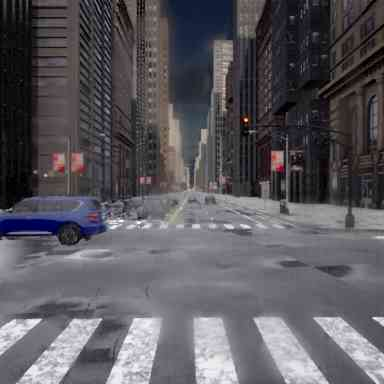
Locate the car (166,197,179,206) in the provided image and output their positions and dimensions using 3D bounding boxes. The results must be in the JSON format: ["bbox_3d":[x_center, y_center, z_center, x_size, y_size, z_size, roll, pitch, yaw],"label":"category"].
[{"bbox_3d":[-3.305,1.552,56.562,1.895,1.301,4.718,0,0,0],"label":"car"}]

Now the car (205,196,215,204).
[{"bbox_3d":[3.359,1.444,62.606,1.837,1.490,4.892,0,0,0],"label":"car"}]

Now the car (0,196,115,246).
[{"bbox_3d":[-6.573,1.219,14.694,5.566,2.045,2.150,0,0,0],"label":"car"}]

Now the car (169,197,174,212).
[{"bbox_3d":[-3.346,1.502,36.521,1.812,1.442,4.674,0,0,0],"label":"car"}]

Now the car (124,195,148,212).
[{"bbox_3d":[-6.591,1.326,39.793,2.097,1.767,4.553,0,0,0],"label":"car"}]

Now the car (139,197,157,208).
[{"bbox_3d":[-6.581,1.509,50.090,2.033,1.411,5.357,0,0,0],"label":"car"}]

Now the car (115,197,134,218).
[{"bbox_3d":[-6.596,1.488,29.639,1.837,1.490,4.892,0,0,0],"label":"car"}]

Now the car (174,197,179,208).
[{"bbox_3d":[-3.332,1.530,46.545,1.994,1.385,4.181,0,0,0],"label":"car"}]

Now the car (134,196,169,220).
[{"bbox_3d":[-3.286,1.337,27.737,2.097,1.767,4.553,0,0,-2],"label":"car"}]

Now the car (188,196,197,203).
[{"bbox_3d":[0.110,1.468,69.876,2.033,1.411,5.357,0,0,0],"label":"car"}]
